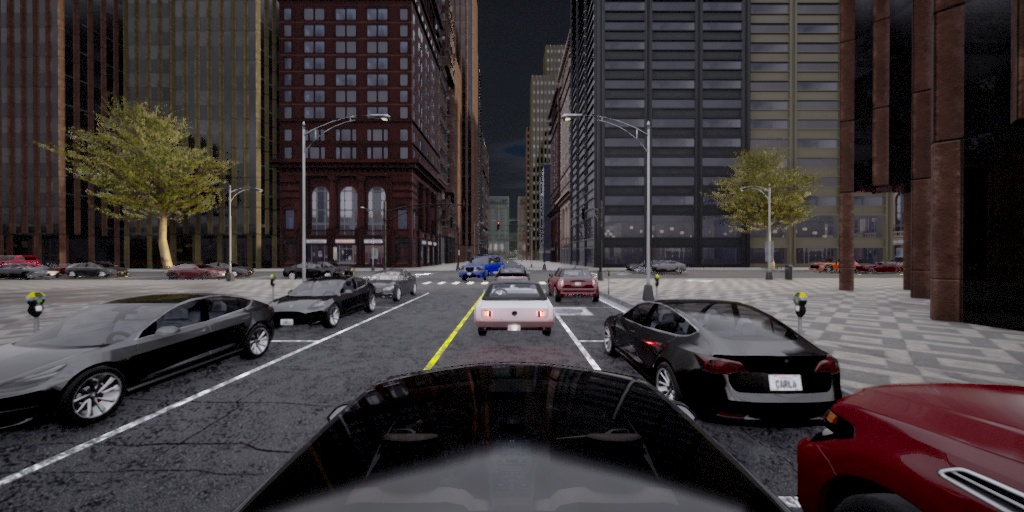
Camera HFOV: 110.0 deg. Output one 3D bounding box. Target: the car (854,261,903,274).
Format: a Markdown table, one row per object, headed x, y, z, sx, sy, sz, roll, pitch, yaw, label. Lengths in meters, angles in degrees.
| x | y | z | sx | sy | sz | roll | pitch | yaw | label |
| --- | --- | --- | --- | --- | --- | --- | --- | --- | --- |
| 39.326 | 1.253 | 38.577 | 4.718 | 1.301 | 1.895 | 0 | 0 | 0 | car |

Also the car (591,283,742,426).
| x | y | z | sx | sy | sz | roll | pitch | yaw | label |
| --- | --- | --- | --- | --- | --- | --- | --- | --- | --- |
| 2.767 | 1.315 | 5.699 | 1.948 | 1.339 | 4.313 | 0 | 0 | 0 | car |

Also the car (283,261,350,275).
| x | y | z | sx | sy | sz | roll | pitch | yaw | label |
| --- | --- | --- | --- | --- | --- | --- | --- | --- | --- |
| -17.518 | 1.294 | 31.831 | 5.008 | 1.535 | 1.882 | 0 | 0 | -1 | car |

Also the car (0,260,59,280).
| x | y | z | sx | sy | sz | roll | pitch | yaw | label |
| --- | --- | --- | --- | --- | --- | --- | --- | --- | --- |
| -43.158 | 1.380 | 31.824 | 4.902 | 1.511 | 2.128 | 0 | 0 | 0 | car |

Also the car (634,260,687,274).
| x | y | z | sx | sy | sz | roll | pitch | yaw | label |
| --- | --- | --- | --- | --- | --- | --- | --- | --- | --- |
| 16.162 | 1.192 | 38.572 | 4.902 | 1.511 | 2.128 | 0 | 0 | 0 | car |

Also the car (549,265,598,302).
| x | y | z | sx | sy | sz | roll | pitch | yaw | label |
| --- | --- | --- | --- | --- | --- | --- | --- | --- | --- |
| 2.778 | 1.189 | 16.971 | 1.967 | 1.591 | 4.097 | 0 | 0 | 0 | car |

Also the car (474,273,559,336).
| x | y | z | sx | sy | sz | roll | pitch | yaw | label |
| --- | --- | --- | --- | --- | --- | --- | --- | --- | --- |
| 0.074 | 1.350 | 10.406 | 1.895 | 1.301 | 4.718 | 0 | 0 | 0 | car |

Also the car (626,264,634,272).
| x | y | z | sx | sy | sz | roll | pitch | yaw | label |
| --- | --- | --- | --- | --- | --- | --- | --- | --- | --- |
| 15.823 | 1.190 | 41.820 | 4.892 | 1.490 | 1.837 | 0 | 0 | 0 | car |

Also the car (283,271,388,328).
| x | y | z | sx | sy | sz | roll | pitch | yaw | label |
| --- | --- | --- | --- | --- | --- | --- | --- | --- | --- |
| -5.752 | 1.315 | 11.341 | 1.948 | 1.339 | 4.313 | 0 | 0 | 0 | car |

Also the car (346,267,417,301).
| x | y | z | sx | sy | sz | roll | pitch | yaw | label |
| --- | --- | --- | --- | --- | --- | --- | --- | --- | --- |
| -5.747 | 1.299 | 16.978 | 2.007 | 1.370 | 4.403 | 0 | 0 | 0 | car |

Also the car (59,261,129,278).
| x | y | z | sx | sy | sz | roll | pitch | yaw | label |
| --- | --- | --- | --- | --- | --- | --- | --- | --- | --- |
| -40.513 | 1.364 | 35.068 | 4.892 | 1.490 | 1.837 | 2 | 0 | 0 | car |

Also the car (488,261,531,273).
| x | y | z | sx | sy | sz | roll | pitch | yaw | label |
| --- | --- | --- | --- | --- | --- | --- | --- | --- | --- |
| 0.019 | 1.241 | 19.615 | 2.128 | 1.511 | 4.902 | 0 | 0 | 0 | car |

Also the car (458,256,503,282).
| x | y | z | sx | sy | sz | roll | pitch | yaw | label |
| --- | --- | --- | --- | --- | --- | --- | --- | --- | --- |
| -2.392 | 0.998 | 29.715 | 2.150 | 2.045 | 5.566 | -1 | 0 | 18 | car |

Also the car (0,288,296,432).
| x | y | z | sx | sy | sz | roll | pitch | yaw | label |
| --- | --- | --- | --- | --- | --- | --- | --- | --- | --- |
| -5.758 | 1.315 | 5.705 | 1.948 | 1.339 | 4.313 | 0 | 0 | 0 | car |

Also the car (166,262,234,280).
| x | y | z | sx | sy | sz | roll | pitch | yaw | label |
| --- | --- | --- | --- | --- | --- | --- | --- | --- | --- |
| -27.921 | 1.371 | 31.816 | 4.674 | 1.442 | 1.812 | 0 | 0 | 0 | car |

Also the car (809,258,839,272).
| x | y | z | sx | sy | sz | roll | pitch | yaw | label |
| --- | --- | --- | --- | --- | --- | --- | --- | --- | --- |
| 37.488 | 0.991 | 41.829 | 4.553 | 1.767 | 2.097 | 0 | 0 | 0 | car |

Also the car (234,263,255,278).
| x | y | z | sx | sy | sz | roll | pitch | yaw | label |
| --- | --- | --- | --- | --- | --- | --- | --- | --- | --- |
| -27.920 | 1.334 | 35.066 | 4.892 | 1.490 | 1.837 | 0 | 0 | 0 | car |

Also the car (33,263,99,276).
| x | y | z | sx | sy | sz | roll | pitch | yaw | label |
| --- | --- | --- | --- | --- | --- | --- | --- | --- | --- |
| -47.716 | 1.470 | 38.442 | 4.718 | 1.301 | 1.895 | 0 | 0 | 0 | car |
